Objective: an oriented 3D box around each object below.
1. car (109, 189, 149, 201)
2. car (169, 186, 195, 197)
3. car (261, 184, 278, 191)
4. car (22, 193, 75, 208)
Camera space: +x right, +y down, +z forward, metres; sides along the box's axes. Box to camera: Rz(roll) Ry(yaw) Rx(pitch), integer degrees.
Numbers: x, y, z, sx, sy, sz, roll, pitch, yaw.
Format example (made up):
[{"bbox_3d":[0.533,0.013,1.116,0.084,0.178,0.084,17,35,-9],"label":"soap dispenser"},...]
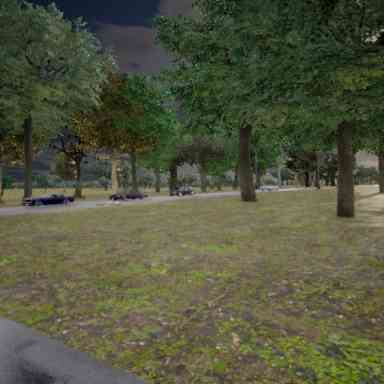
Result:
[{"bbox_3d":[-7.843,0.313,41.810,2.033,1.411,5.357,-1,2,37],"label":"car"},{"bbox_3d":[-1.497,-0.126,50.030,1.837,1.490,4.892,-1,2,38],"label":"car"},{"bbox_3d":[15.451,-0.872,66.022,1.895,1.301,4.718,-1,2,37],"label":"car"},{"bbox_3d":[-14.337,0.786,33.360,1.895,1.301,4.718,-1,2,38],"label":"car"}]
